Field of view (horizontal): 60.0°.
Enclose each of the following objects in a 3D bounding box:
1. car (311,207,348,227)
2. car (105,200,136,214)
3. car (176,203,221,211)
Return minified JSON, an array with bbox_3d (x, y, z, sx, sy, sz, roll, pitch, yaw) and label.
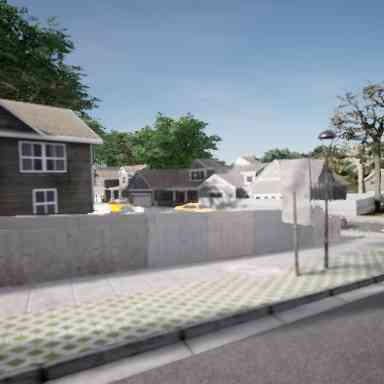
[{"bbox_3d":[9.142,1.884,25.377,5.008,1.535,1.882,0,2,36],"label":"car"},{"bbox_3d":[-8.762,1.773,40.716,1.882,1.535,5.008,-3,3,-44],"label":"car"},{"bbox_3d":[0.584,1.842,32.065,5.008,1.535,1.882,0,3,41],"label":"car"}]
